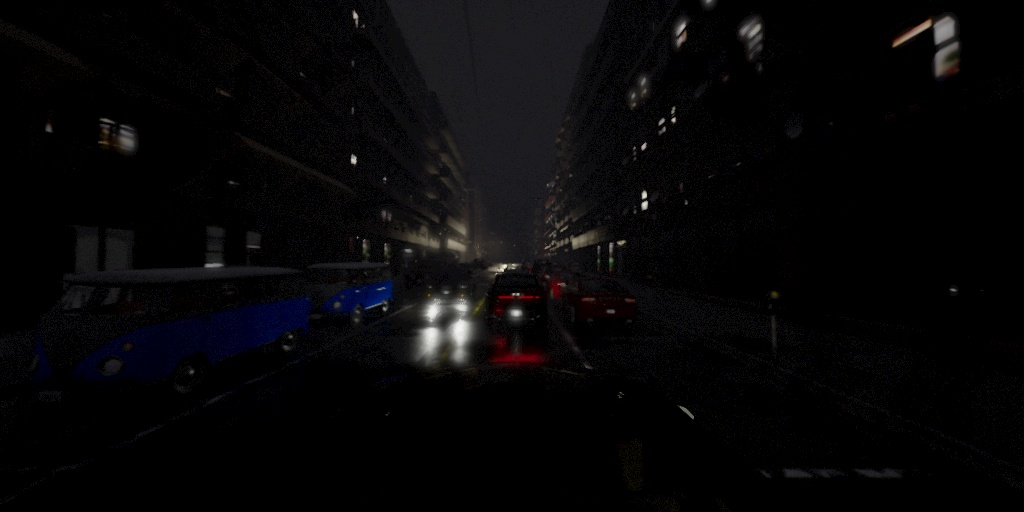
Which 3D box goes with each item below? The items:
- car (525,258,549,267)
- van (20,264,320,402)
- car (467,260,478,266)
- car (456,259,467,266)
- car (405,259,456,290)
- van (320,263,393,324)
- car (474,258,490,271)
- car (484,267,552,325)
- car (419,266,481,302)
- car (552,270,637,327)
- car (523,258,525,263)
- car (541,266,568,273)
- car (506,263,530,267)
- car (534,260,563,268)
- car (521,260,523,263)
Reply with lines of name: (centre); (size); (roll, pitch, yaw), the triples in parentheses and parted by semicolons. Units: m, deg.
car: (2.641, 1.183, 33.778); (2.192, 1.841, 5.009); (0, 0, 0)
van: (-5.307, 1.091, 6.214); (1.690, 1.789, 3.998); (0, 0, 0)
car: (-5.186, 1.442, 39.398); (1.948, 1.339, 4.313); (0, 0, 0)
car: (-5.227, 1.144, 28.335); (2.192, 1.841, 5.009); (0, 0, 0)
car: (-5.247, 1.123, 22.806); (2.192, 1.841, 5.009); (0, 0, 0)
van: (-5.287, 1.109, 11.746); (1.690, 1.789, 3.998); (0, 0, 0)
car: (-5.126, 1.277, 55.986); (2.192, 1.841, 5.009); (0, 0, 0)
car: (0.130, 1.286, 11.983); (1.837, 1.490, 4.892); (0, 0, 0)
car: (-2.793, 1.356, 17.158); (1.994, 1.385, 4.181); (0, 0, 0)
car: (2.596, 1.330, 11.655); (1.888, 1.381, 4.507); (0, 0, 0)
car: (2.681, 1.360, 44.840); (1.967, 1.591, 4.097); (0, 0, 0)
car: (2.615, 1.349, 17.185); (1.888, 1.381, 4.507); (0, 0, 0)
car: (0.194, 1.446, 29.289); (1.895, 1.301, 4.718); (0, 0, 0)
car: (2.643, 1.264, 22.717); (1.967, 1.591, 4.097); (0, 0, 0)
car: (2.722, 1.561, 55.903); (1.802, 1.307, 4.207); (0, 0, 0)
